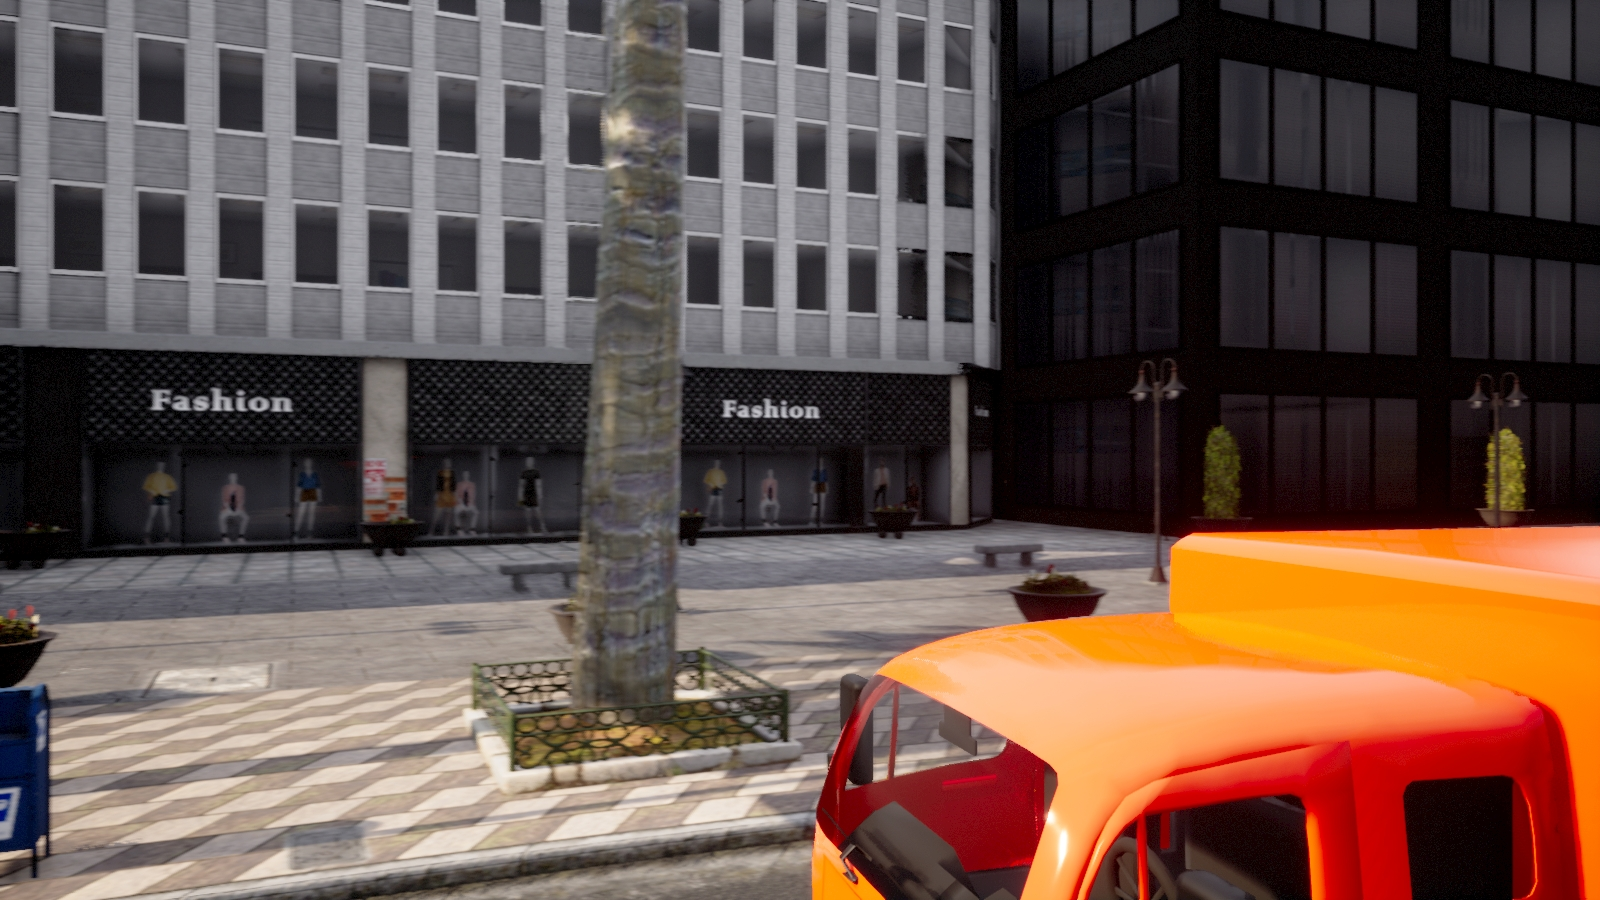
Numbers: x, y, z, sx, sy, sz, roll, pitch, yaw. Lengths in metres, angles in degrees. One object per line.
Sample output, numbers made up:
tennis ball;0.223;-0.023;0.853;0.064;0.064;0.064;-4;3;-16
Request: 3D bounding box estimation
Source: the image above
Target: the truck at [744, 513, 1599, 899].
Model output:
truck;2.640;1.567;4.158;5.204;2.467;2.627;0;0;-17
